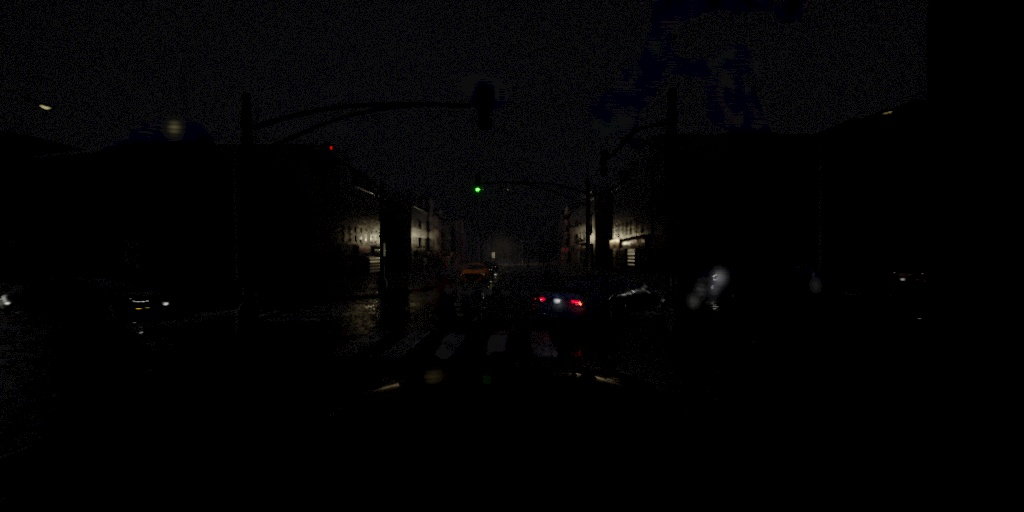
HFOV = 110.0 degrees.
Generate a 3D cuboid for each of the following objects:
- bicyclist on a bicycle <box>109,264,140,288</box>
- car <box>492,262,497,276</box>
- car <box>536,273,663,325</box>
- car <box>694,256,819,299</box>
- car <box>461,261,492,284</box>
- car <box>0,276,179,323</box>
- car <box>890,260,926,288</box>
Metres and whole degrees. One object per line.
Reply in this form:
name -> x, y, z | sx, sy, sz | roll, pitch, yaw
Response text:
bicyclist on a bicycle -> -20.149, 1.250, 18.614 | 0.582, 1.620, 1.656 | 0, 1, 0
car -> -2.849, 1.335, 37.895 | 1.837, 1.490, 4.892 | 0, 0, 0
car -> 3.097, 1.278, 11.978 | 5.357, 1.411, 2.033 | -2, 0, -45
car -> 10.574, 0.855, 15.806 | 4.553, 1.767, 2.097 | -2, 0, 1
car -> -2.849, 1.298, 28.349 | 1.882, 1.535, 5.008 | 0, 0, 0
car -> -14.797, 1.475, 12.742 | 4.892, 1.490, 1.837 | 0, 0, -2
car -> 19.636, 0.668, 15.775 | 4.902, 1.511, 2.128 | -2, 0, 0
